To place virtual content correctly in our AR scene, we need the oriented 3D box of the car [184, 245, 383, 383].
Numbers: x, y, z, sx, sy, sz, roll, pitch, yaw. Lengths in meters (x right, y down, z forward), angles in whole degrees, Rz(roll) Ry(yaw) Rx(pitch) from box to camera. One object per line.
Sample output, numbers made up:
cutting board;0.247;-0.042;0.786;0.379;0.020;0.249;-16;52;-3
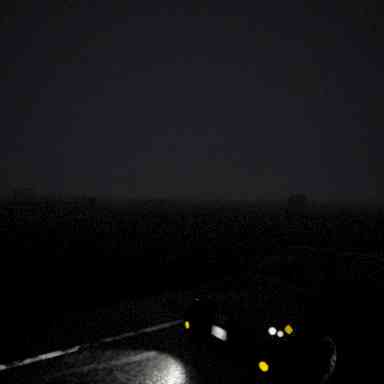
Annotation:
car;1.948;1.620;5.395;4.181;1.385;1.994;1;-1;-36
